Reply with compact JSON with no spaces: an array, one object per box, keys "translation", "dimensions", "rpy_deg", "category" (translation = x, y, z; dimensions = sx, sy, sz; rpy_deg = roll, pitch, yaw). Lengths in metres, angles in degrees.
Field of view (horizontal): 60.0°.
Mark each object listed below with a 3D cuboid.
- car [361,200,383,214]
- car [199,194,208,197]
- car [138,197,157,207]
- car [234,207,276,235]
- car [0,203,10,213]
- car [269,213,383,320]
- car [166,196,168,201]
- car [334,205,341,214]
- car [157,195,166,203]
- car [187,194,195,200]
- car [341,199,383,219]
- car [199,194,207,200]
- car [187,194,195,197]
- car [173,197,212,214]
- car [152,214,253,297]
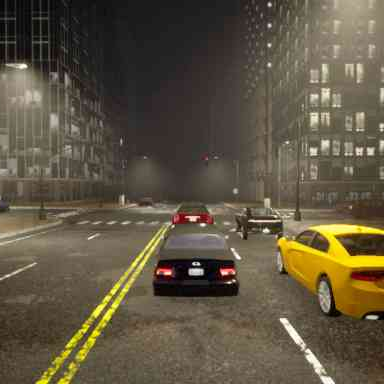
[{"translation":[21.669,1.641,36.974],"dimensions":[4.829,1.417,1.752],"rpy_deg":[1,0,1],"category":"car"},{"translation":[2.945,1.269,79.756],"dimensions":[2.097,1.767,4.553],"rpy_deg":[0,0,0],"category":"car"},{"translation":[-6.784,1.563,49.629],"dimensions":[1.895,1.301,4.718],"rpy_deg":[0,0,0],"category":"car"},{"translation":[3.277,1.482,16.877],"dimensions":[2.128,1.511,4.902],"rpy_deg":[0,0,1],"category":"car"},{"translation":[-20.032,1.316,31.710],"dimensions":[5.008,1.535,1.882],"rpy_deg":[1,1,1],"category":"car"},{"translation":[3.323,1.474,7.461],"dimensions":[1.882,1.535,5.008],"rpy_deg":[0,0,0],"category":"car"},{"translation":[-6.808,1.471,80.047],"dimensions":[1.994,1.385,4.181],"rpy_deg":[0,0,0],"category":"car"},{"translation":[17.380,1.598,34.432],"dimensions":[5.008,1.535,1.882],"rpy_deg":[0,1,1],"category":"car"},{"translation":[-6.782,1.544,65.367],"dimensions":[1.895,1.301,4.718],"rpy_deg":[0,0,0],"category":"car"},{"translation":[-0.345,1.291,89.810],"dimensions":[1.994,1.385,4.181],"rpy_deg":[0,0,0],"category":"car"},{"translation":[16.092,1.518,28.666],"dimensions":[5.009,1.841,2.192],"rpy_deg":[1,0,1],"category":"car"},{"translation":[2.905,1.291,89.822],"dimensions":[1.994,1.385,4.181],"rpy_deg":[0,0,0],"category":"car"},{"translation":[-0.306,1.466,79.775],"dimensions":[1.994,1.385,4.181],"rpy_deg":[0,0,0],"category":"car"},{"translation":[0.033,1.341,18.047],"dimensions":[2.097,1.767,4.553],"rpy_deg":[0,0,0],"category":"car"},{"translation":[0.066,1.543,8.733],"dimensions":[2.033,1.411,5.357],"rpy_deg":[0,0,0],"category":"car"}]
